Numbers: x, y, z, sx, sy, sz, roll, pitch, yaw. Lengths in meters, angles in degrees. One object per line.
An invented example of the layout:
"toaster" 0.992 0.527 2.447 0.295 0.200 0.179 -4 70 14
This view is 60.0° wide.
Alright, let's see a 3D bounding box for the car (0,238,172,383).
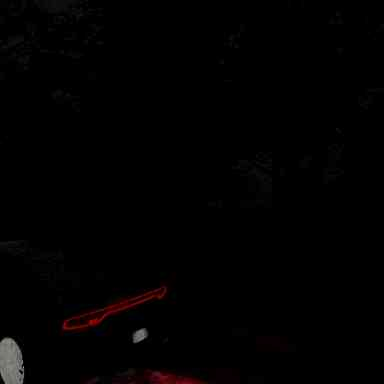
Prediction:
"car" -2.606 1.471 5.236 5.008 1.535 1.882 0 0 35
